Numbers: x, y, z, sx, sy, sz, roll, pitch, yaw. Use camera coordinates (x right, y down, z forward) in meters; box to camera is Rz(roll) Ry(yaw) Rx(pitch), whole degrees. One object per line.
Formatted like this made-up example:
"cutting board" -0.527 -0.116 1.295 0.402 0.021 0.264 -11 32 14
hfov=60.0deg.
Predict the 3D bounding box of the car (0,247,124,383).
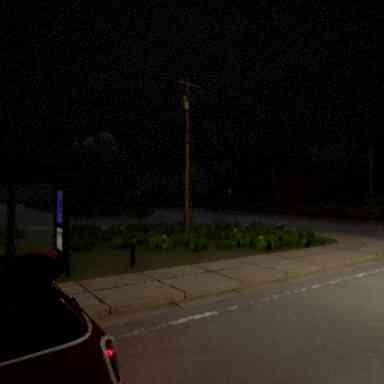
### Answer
"car" -2.738 1.338 2.007 4.553 1.767 2.097 1 0 -35
